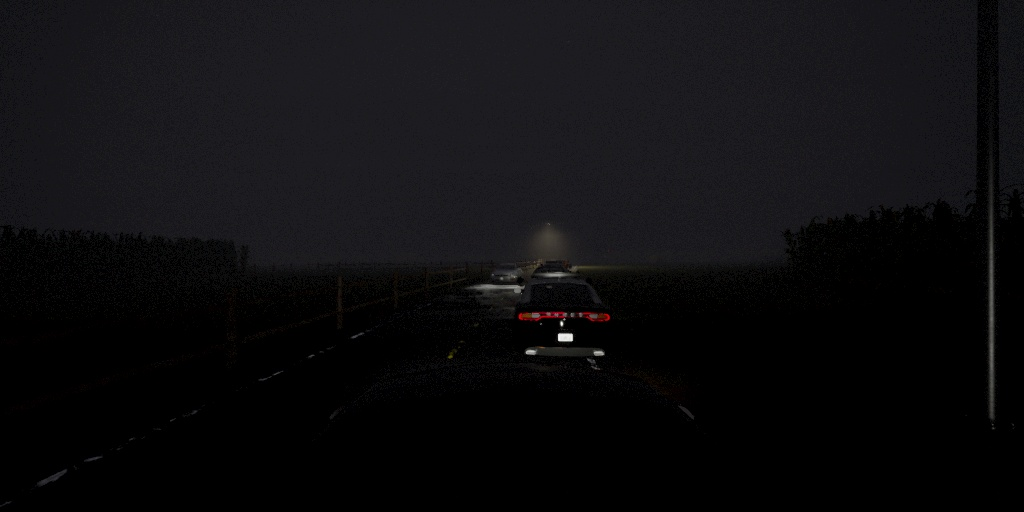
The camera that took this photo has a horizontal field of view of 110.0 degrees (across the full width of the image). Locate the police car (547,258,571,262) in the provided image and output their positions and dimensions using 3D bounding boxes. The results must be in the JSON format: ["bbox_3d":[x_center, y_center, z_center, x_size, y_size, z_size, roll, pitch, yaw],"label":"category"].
[{"bbox_3d":[2.855,1.159,24.295,1.930,1.638,5.238,0,0,10],"label":"police car"}]

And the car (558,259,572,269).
[{"bbox_3d":[8.271,1.259,55.911,1.994,1.385,4.181,0,0,11],"label":"car"}]

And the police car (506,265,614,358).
[{"bbox_3d":[1.057,1.173,8.647,1.930,1.638,5.238,0,0,3],"label":"police car"}]

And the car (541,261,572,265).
[{"bbox_3d":[1.967,1.218,18.342,1.882,1.535,5.008,0,0,7],"label":"car"}]

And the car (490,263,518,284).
[{"bbox_3d":[-0.294,1.259,26.479,1.812,1.442,4.674,0,0,10],"label":"car"}]
